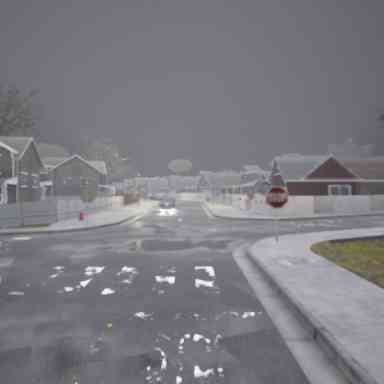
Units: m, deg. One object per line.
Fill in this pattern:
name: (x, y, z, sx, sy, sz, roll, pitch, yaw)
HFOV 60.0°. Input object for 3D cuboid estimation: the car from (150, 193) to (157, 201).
car: (-6.774, 1.061, 65.698, 1.882, 1.535, 5.008, 0, 1, -23)

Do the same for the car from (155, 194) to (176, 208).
car: (-3.045, 1.239, 40.769, 2.128, 1.511, 4.902, 0, 1, -3)
